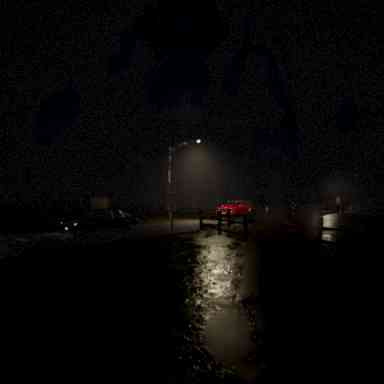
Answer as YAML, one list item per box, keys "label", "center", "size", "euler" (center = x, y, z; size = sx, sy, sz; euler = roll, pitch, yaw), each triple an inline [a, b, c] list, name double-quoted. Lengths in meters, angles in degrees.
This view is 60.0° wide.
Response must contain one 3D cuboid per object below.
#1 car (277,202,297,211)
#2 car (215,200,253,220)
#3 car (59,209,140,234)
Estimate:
- label: "car"
  center: [14.261, 2.325, 49.728]
  size: [1.837, 1.490, 4.892]
  euler: [0, -2, 35]
- label: "car"
  center: [4.700, 1.920, 36.444]
  size: [2.150, 2.045, 5.566]
  euler: [0, -2, 35]
- label: "car"
  center: [-5.814, 1.814, 21.658]
  size: [2.033, 1.411, 5.357]
  euler: [0, -1, 35]
